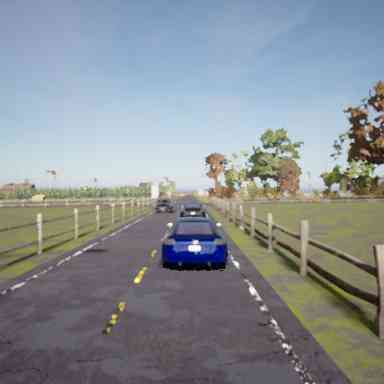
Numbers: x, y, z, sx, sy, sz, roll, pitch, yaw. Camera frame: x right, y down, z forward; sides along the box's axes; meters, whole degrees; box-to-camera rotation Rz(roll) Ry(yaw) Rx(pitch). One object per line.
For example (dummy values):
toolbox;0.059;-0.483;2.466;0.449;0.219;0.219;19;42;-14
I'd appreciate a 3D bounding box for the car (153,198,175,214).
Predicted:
car;-2.853;1.433;34.806;1.837;1.490;4.892;0;0;0

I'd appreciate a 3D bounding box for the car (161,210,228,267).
car;0.080;1.536;11.287;1.994;1.385;4.181;0;0;0

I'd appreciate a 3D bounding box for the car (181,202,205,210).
car;0.073;1.508;26.450;1.994;1.385;4.181;0;0;0
